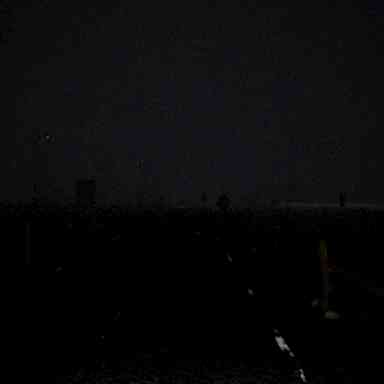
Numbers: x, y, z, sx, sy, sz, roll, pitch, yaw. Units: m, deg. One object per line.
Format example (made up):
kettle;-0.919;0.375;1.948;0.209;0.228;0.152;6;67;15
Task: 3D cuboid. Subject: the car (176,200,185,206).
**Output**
car;-2.730;2.646;81.842;2.097;1.767;4.553;0;-1;0
